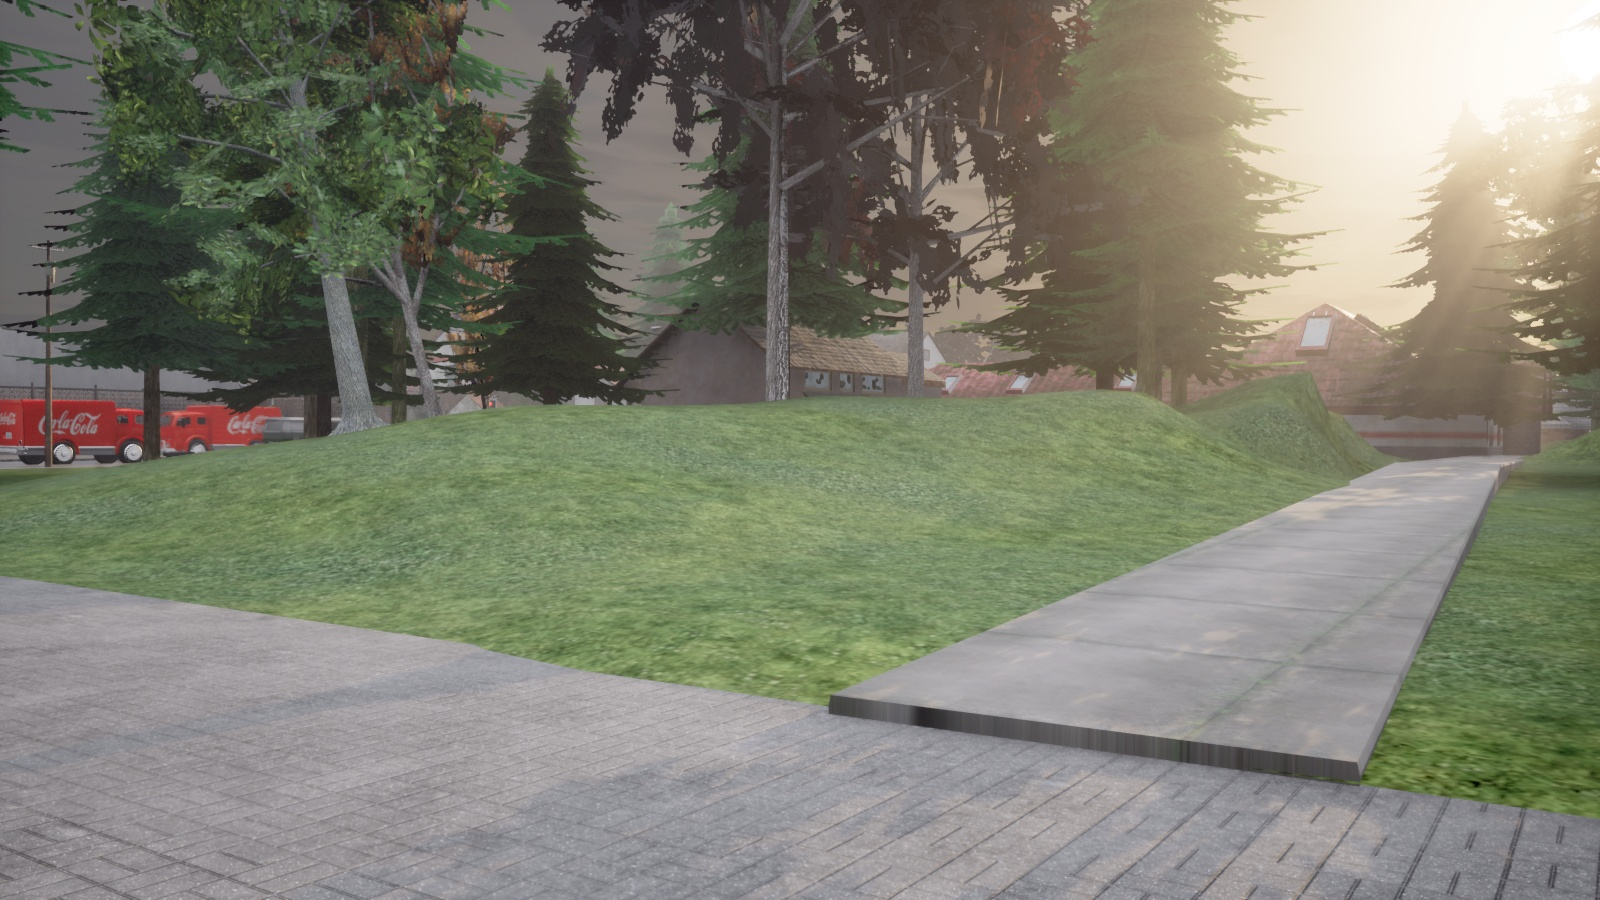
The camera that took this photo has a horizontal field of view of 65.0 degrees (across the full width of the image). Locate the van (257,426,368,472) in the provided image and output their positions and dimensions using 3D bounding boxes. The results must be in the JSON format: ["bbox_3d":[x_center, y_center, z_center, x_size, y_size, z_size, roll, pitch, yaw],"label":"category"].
[{"bbox_3d":[-21.763,-0.086,56.213,1.775,1.987,4.442,0,1,33],"label":"van"}]

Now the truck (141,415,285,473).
[{"bbox_3d":[-26.352,-0.289,56.540,2.627,2.467,5.204,0,1,34],"label":"truck"}]

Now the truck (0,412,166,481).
[{"bbox_3d":[-27.380,-0.159,47.754,2.627,2.467,5.204,0,1,34],"label":"truck"}]
